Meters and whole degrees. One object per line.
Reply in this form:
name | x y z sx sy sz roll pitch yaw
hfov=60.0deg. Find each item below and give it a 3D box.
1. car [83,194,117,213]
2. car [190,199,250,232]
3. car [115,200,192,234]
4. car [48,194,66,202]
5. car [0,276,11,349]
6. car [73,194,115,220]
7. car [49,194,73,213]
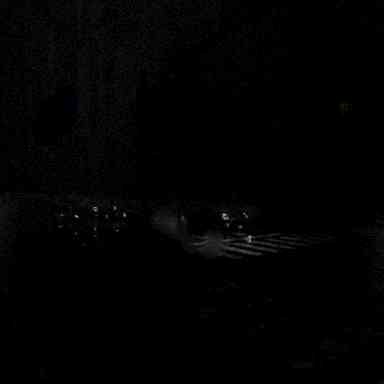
car | -10.051 1.175 35.955 2.097 1.767 4.553 -1 1 -36
car | 1.333 1.331 20.138 2.097 1.767 4.553 -1 1 -37
car | -2.419 1.484 19.709 2.128 1.511 4.902 -1 1 -36
car | -26.278 1.086 64.526 2.033 1.411 5.357 -1 1 -36
car | -4.462 1.535 3.470 4.507 1.381 1.887 0 -1 -36
car | -7.783 1.270 27.197 2.097 1.767 4.553 -1 1 -36
car | -13.677 1.342 35.443 1.837 1.490 4.892 -1 1 -35
